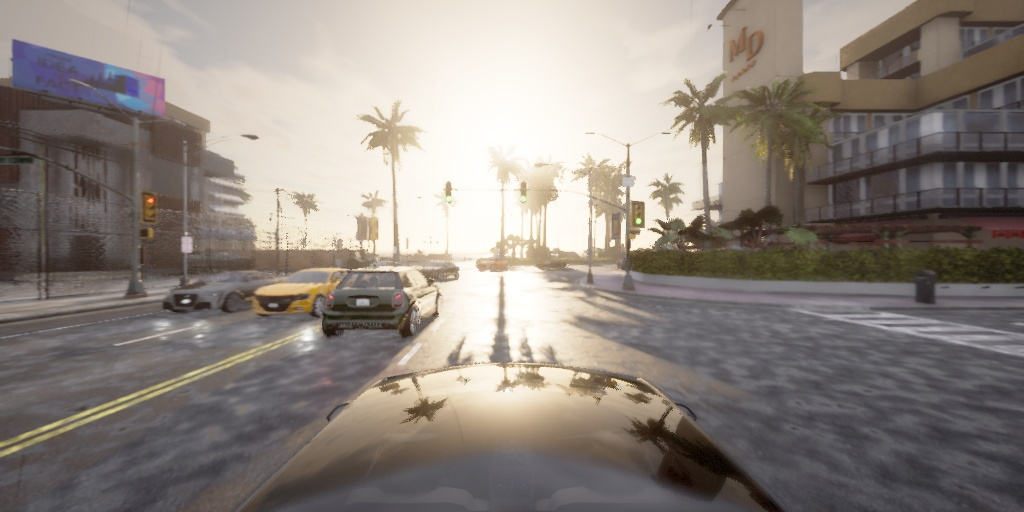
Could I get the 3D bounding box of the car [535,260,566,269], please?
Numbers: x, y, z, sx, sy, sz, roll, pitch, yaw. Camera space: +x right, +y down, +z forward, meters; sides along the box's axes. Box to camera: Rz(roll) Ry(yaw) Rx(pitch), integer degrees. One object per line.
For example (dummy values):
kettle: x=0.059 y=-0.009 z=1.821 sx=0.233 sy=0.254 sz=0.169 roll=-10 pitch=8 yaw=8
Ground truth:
car: x=5.413 y=1.144 z=49.536 sx=4.718 sy=1.301 sz=1.895 roll=0 pitch=0 yaw=-45

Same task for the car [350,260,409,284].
car: x=-9.708 y=1.119 z=26.842 sx=1.882 sy=1.535 sz=5.008 roll=0 pitch=1 yaw=10

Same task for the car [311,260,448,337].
car: x=-3.398 y=1.065 z=10.297 sx=2.097 sy=1.767 sz=4.553 roll=0 pitch=0 yaw=0

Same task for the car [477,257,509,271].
car: x=-2.397 y=0.913 z=45.281 sx=2.097 sy=1.767 sz=4.553 roll=0 pitch=0 yaw=34

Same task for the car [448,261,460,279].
car: x=-5.812 y=1.111 z=28.652 sx=1.882 sy=1.535 sz=5.008 roll=0 pitch=0 yaw=15

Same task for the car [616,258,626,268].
car: x=18.135 y=1.012 z=54.866 sx=4.902 sy=1.511 sz=2.128 roll=0 pitch=0 yaw=-29

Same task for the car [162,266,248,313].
car: x=-10.487 y=1.262 z=13.556 sx=1.994 sy=1.385 sz=4.181 roll=0 pitch=0 yaw=1

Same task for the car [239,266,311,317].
car: x=-7.017 y=1.178 z=13.088 sx=1.882 sy=1.535 sz=5.008 roll=0 pitch=0 yaw=1
